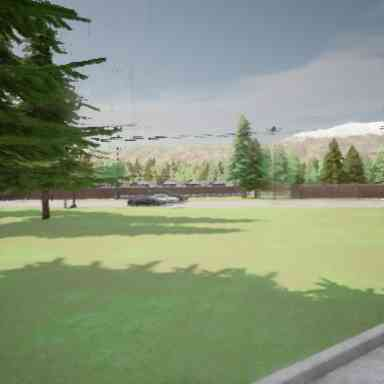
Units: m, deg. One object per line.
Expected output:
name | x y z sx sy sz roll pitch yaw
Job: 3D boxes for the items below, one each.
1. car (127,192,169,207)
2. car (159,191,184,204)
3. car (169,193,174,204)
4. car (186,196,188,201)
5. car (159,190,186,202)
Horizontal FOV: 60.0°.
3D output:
car | -5.645 1.113 40.765 4.674 1.442 1.812 -1 1 14
car | -4.029 1.011 47.575 4.674 1.442 1.812 -1 1 14
car | -5.340 1.143 44.297 4.718 1.301 1.895 -1 1 14
car | -2.679 0.951 54.451 4.181 1.385 1.994 -1 1 14
car | -4.328 0.671 51.253 5.566 2.045 2.150 -1 1 14
